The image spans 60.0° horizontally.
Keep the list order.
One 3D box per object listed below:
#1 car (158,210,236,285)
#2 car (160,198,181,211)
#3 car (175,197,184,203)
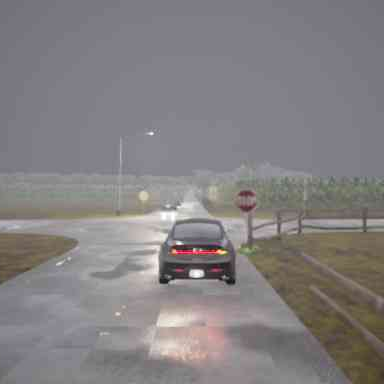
[{"bbox_3d":[0.169,1.488,9.479,1.837,1.490,4.892,0,0,2],"label":"car"},{"bbox_3d":[-2.841,1.595,41.937,2.128,1.511,4.902,0,0,0],"label":"car"},{"bbox_3d":[-2.758,1.727,73.160,1.895,1.301,4.718,0,0,0],"label":"car"}]
